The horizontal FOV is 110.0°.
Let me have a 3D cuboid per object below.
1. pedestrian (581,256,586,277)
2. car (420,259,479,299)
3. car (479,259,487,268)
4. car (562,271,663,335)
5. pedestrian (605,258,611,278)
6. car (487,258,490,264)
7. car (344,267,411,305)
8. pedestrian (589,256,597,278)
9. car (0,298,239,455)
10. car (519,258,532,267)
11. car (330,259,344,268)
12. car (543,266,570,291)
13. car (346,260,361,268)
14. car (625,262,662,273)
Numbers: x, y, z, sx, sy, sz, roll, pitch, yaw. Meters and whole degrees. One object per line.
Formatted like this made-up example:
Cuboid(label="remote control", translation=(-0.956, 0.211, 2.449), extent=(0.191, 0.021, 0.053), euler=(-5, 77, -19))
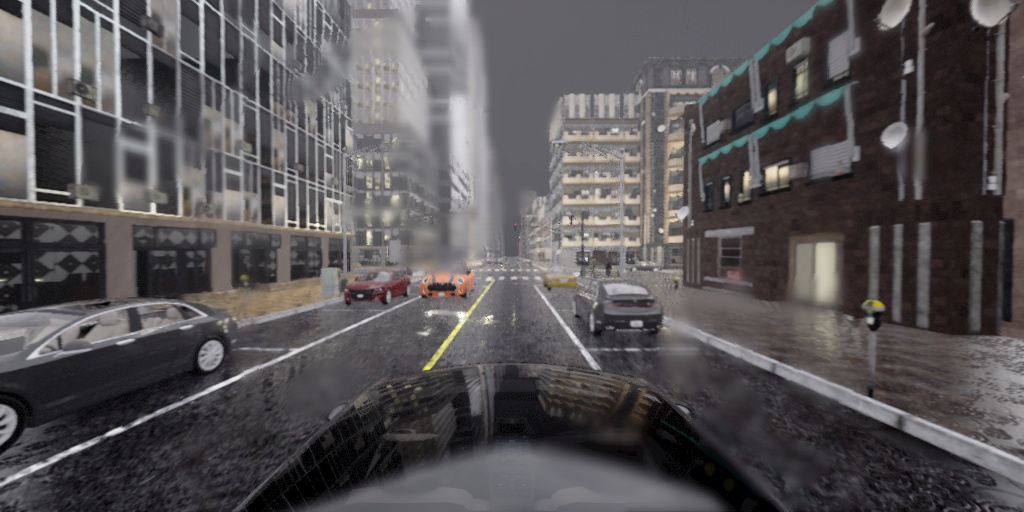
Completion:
Cuboid(label="pedestrian", translation=(6.152, 0.883, 31.098), extent=(0.375, 1.860, 0.375), euler=(-1, 1, 0))
Cuboid(label="car", translation=(-3.072, 1.091, 17.931), extent=(2.097, 1.767, 4.553), euler=(0, 0, 0))
Cuboid(label="car", translation=(-5.659, 1.242, 59.368), extent=(1.751, 1.417, 4.829), euler=(0, 0, 0))
Cuboid(label="car", translation=(2.825, 1.294, 10.289), extent=(2.007, 1.370, 4.403), euler=(0, 0, 0))
Cuboid(label="pedestrian", translation=(8.152, 1.069, 30.499), extent=(0.375, 1.860, 0.375), euler=(-1, 1, 0))
Cuboid(label="car", translation=(-5.656, 1.279, 65.192), extent=(1.948, 1.339, 4.313), euler=(0, 0, 0))
Cuboid(label="car", translation=(-5.812, 1.286, 15.996), extent=(1.888, 1.381, 4.507), euler=(0, 0, 0))
Cuboid(label="pedestrian", translation=(6.749, 0.900, 29.897), extent=(0.375, 1.860, 0.375), euler=(-1, 1, 0))
Cuboid(label="car", translation=(-5.792, 1.299, 4.707), extent=(2.007, 1.370, 4.403), euler=(0, 0, 0))
Cuboid(label="car", translation=(2.725, 1.263, 65.188), extent=(2.007, 1.370, 4.403), euler=(0, 0, 0))
Cuboid(label="car", translation=(-20.266, 1.188, 36.894), extent=(4.403, 1.370, 2.007), euler=(0, 0, 1))
Cuboid(label="car", translation=(2.831, 1.262, 21.748), extent=(1.751, 1.417, 4.829), euler=(0, 0, 0))
Cuboid(label="car", translation=(-21.643, 1.011, 45.228), extent=(4.829, 1.417, 1.751), euler=(0, 0, 1))
Cuboid(label="car", translation=(16.333, 1.353, 44.710), extent=(4.403, 1.370, 2.007), euler=(0, 0, 1))
